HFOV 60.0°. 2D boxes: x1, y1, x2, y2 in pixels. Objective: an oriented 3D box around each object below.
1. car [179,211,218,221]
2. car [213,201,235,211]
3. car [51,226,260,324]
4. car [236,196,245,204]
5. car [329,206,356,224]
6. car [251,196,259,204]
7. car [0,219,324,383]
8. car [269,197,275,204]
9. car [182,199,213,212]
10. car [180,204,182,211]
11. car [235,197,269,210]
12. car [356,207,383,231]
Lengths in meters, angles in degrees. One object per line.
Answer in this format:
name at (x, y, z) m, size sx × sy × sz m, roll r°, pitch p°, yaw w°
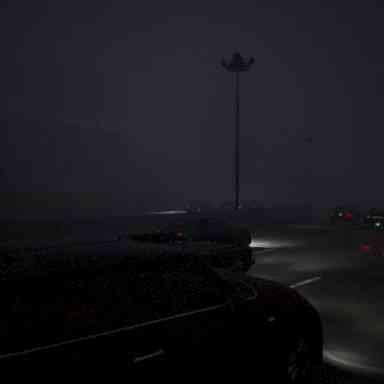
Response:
car at (0.573, 1.685, 13.743) m, size 4.181 × 1.385 × 1.994 m, roll 1°, pitch -1°, yaw -42°
car at (4.749, 1.889, 42.055) m, size 1.837 × 1.490 × 4.892 m, roll 0°, pitch 0°, yaw 27°
car at (-0.649, 1.666, 7.997) m, size 4.718 × 1.301 × 1.895 m, roll 1°, pitch -1°, yaw -39°
car at (12.198, 1.978, 83.084) m, size 2.097 × 1.767 × 4.553 m, roll 0°, pitch 0°, yaw 11°
car at (12.978, 1.854, 28.080) m, size 2.033 × 1.411 × 5.357 m, roll 0°, pitch -1°, yaw 34°
car at (15.633, 1.990, 82.414) m, size 2.097 × 1.767 × 4.553 m, roll 0°, pitch 0°, yaw 11°
car at (-0.509, 1.382, 3.772) m, size 4.553 × 1.767 × 2.097 m, roll 1°, pitch -1°, yaw -37°
car at (18.669, 2.000, 79.696) m, size 2.097 × 1.767 × 4.553 m, roll 0°, pitch 0°, yaw 11°
car at (1.055, 1.722, 42.566) m, size 2.097 × 1.767 × 4.553 m, roll 0°, pitch -1°, yaw 27°
car at (-0.100, 1.903, 48.016) m, size 2.128 × 1.511 × 4.902 m, roll 0°, pitch -1°, yaw 24°
car at (7.086, 1.723, 39.067) m, size 2.097 × 1.767 × 4.553 m, roll 0°, pitch -1°, yaw 28°
car at (12.495, 1.741, 21.611) m, size 2.128 × 1.511 × 4.902 m, roll 0°, pitch -1°, yaw 38°
